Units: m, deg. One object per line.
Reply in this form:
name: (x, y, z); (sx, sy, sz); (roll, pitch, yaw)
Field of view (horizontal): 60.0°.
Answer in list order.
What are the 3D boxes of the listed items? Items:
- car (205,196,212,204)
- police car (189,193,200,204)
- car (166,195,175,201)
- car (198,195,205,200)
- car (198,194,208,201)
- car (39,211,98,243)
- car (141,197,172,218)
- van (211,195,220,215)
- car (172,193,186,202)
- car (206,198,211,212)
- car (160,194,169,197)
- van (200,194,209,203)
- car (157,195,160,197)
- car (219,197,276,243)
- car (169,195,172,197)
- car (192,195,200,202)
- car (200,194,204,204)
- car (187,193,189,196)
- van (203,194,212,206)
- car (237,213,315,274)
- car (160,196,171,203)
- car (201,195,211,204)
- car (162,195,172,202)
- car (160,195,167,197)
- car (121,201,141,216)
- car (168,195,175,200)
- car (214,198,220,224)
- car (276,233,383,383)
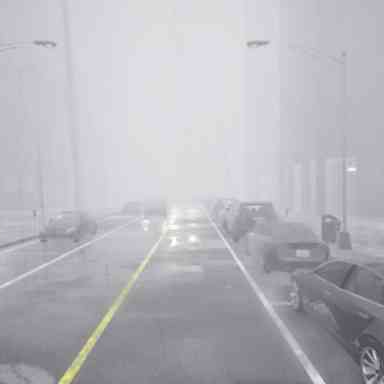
car: (2.755, 1.519, 38.719); (1.752, 1.417, 4.829); (0, 0, 0)
police car: (0.884, 1.424, 63.912); (1.930, 1.638, 5.238); (0, 0, 0)
car: (-5.782, 1.557, 89.266); (2.008, 1.369, 4.403); (0, 0, 0)
car: (2.741, 1.574, 94.916); (1.947, 1.339, 4.313); (0, 0, 0)
car: (2.745, 1.320, 83.643); (2.192, 1.841, 5.009); (0, 0, 0)
car: (-5.764, 1.578, 15.994); (1.802, 1.307, 4.206); (0, 0, 0)
car: (-3.105, 1.471, 30.021); (1.882, 1.535, 5.008); (0, 0, 0)
van: (2.759, 1.335, 27.276); (1.690, 1.788, 3.998); (0, 0, 0)
car: (-3.018, 1.495, 71.682); (2.033, 1.411, 5.357); (0, 0, 0)
car: (2.757, 1.544, 32.913); (2.008, 1.369, 4.403); (0, 0, 0)
car: (-5.775, 1.543, 61.084); (1.887, 1.381, 4.507); (0, 0, 0)
van: (2.748, 1.343, 72.369); (1.690, 1.788, 3.998); (0, 0, 0)
car: (-5.771, 1.434, 44.176); (1.967, 1.590, 4.097); (0, 0, 0)
car: (2.762, 1.311, 16.002); (2.192, 1.841, 5.009); (0, 0, 0)
car: (-5.776, 1.315, 66.721); (2.192, 1.841, 5.009); (0, 0, 0)
car: (0.882, 1.507, 73.803); (1.837, 1.490, 4.892); (0, 0, 0)
car: (2.751, 1.437, 55.459); (1.967, 1.590, 4.097); (0, 0, 0)
car: (0.630, 1.355, 79.682); (2.097, 1.767, 4.553); (0, 0, -5)
van: (2.755, 1.335, 44.186); (1.690, 1.788, 3.998); (0, 0, 0)
car: (2.762, 1.563, 10.366); (1.947, 1.339, 4.313); (0, 0, 0)
car: (-5.778, 1.567, 72.357); (1.947, 1.339, 4.313); (0, 0, 0)
car: (2.749, 1.440, 66.732); (1.967, 1.590, 4.097); (0, 0, 0)
car: (-5.779, 1.443, 77.994); (1.967, 1.590, 4.097); (0, 0, 0)
car: (-5.774, 1.562, 55.448); (1.947, 1.339, 4.313); (0, 0, 0)
car: (-5.768, 1.559, 32.904); (1.947, 1.339, 4.313); (0, 0, 0)
car: (-5.783, 1.533, 94.733); (1.752, 1.417, 4.829); (0, 0, 0)
car: (2.760, 1.435, 21.640); (1.967, 1.590, 4.097); (0, 0, 0)
car: (2.764, 1.564, 4.729); (1.947, 1.339, 4.313); (0, 0, 0)
